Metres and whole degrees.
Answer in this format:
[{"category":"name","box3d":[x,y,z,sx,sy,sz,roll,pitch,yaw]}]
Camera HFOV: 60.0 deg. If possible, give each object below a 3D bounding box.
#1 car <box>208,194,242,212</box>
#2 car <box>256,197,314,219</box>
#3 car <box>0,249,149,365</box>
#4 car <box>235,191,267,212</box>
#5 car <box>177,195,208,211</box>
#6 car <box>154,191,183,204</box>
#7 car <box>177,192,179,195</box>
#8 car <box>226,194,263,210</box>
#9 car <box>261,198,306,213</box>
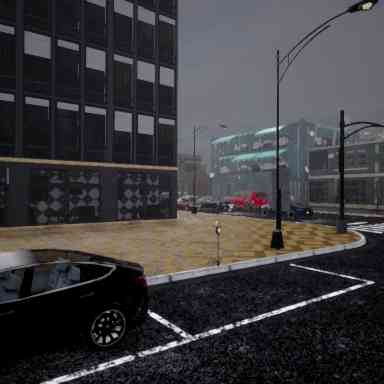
[{"category":"car","box3d":[2.353,1.173,33.945,2.128,1.511,4.902,0,1,-36]},{"category":"car","box3d":[7.592,1.355,26.790,1.994,1.385,4.181,0,1,-36]},{"category":"car","box3d":[-2.680,1.566,4.643,4.313,1.339,1.947,0,0,-35]},{"category":"car","box3d":[5.526,0.931,35.004,2.150,2.045,5.566,0,0,-36]},{"category":"car","box3d":[-0.699,1.231,33.738,1.802,1.307,4.206,1,0,-36]},{"category":"car","box3d":[-3.769,0.794,52.111,2.192,1.841,5.009,1,0,-36]},{"category":"car","box3d":[-0.496,1.101,47.638,2.008,1.369,4.403,1,0,-36]},{"category":"car","box3d":[6.062,1.130,38.692,1.967,1.590,4.097,1,0,-36]},{"category":"car","box3d":[9.339,1.340,34.217,1.802,1.307,4.206,1,0,-36]}]
